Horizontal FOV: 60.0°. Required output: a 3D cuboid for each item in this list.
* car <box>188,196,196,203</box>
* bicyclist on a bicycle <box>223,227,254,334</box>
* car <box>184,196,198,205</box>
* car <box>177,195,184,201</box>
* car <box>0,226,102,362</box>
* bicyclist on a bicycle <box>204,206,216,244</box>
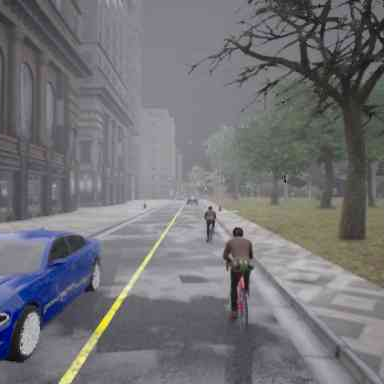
[{"bbox_3d":[0.006,1.698,74.850,1.812,1.442,4.674,0,0,0],"label":"car"},{"bbox_3d":[0.825,1.456,5.809,0.582,1.620,1.656,0,0,0],"label":"bicyclist on a bicycle"},{"bbox_3d":[0.104,1.474,64.186,2.097,1.767,4.553,0,0,0],"label":"car"},{"bbox_3d":[-2.994,1.626,90.646,2.097,1.767,4.553,0,0,0],"label":"car"},{"bbox_3d":[-3.099,1.481,6.096,1.882,1.535,5.008,0,0,0],"label":"car"},{"bbox_3d":[0.825,1.463,14.807,0.582,1.620,1.656,0,0,0],"label":"bicyclist on a bicycle"}]
